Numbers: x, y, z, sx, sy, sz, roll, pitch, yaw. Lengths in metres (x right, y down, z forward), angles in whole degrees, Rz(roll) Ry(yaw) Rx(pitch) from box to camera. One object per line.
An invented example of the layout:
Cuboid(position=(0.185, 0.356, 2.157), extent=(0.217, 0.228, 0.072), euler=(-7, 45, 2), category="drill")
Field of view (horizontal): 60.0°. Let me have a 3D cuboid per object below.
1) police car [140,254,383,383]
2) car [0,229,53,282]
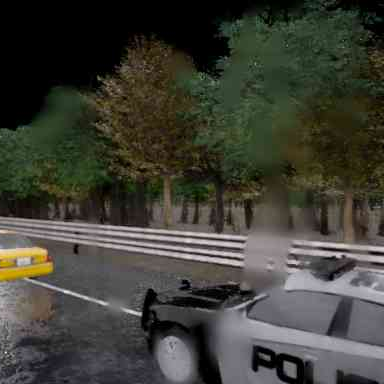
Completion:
Cuboid(position=(1.534, 1.606, 3.924), extent=(5.238, 1.638, 1.930), euler=(-1, -3, 38), category="police car")
Cuboid(position=(-6.271, 1.774, 10.054), extent=(5.366, 1.575, 1.801), euler=(-1, -3, 39), category="car")
